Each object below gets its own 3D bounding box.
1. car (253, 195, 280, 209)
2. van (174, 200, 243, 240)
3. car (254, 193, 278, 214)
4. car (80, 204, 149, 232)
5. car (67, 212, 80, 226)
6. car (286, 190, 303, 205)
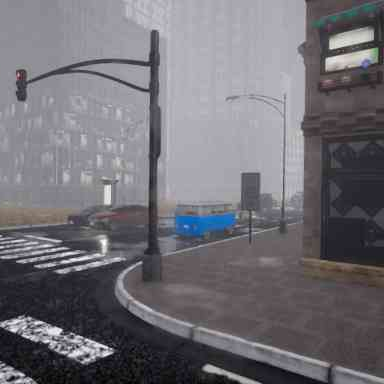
[{"bbox_3d":[9.989,1.293,44.443,1.967,1.590,4.097,1,1,35],"label":"car"},{"bbox_3d":[0.801,1.368,17.037,1.690,1.788,3.998,1,1,35],"label":"van"},{"bbox_3d":[6.811,1.127,35.484,2.150,2.045,5.566,1,1,35],"label":"car"},{"bbox_3d":[-4.092,1.467,20.148,1.812,1.442,4.674,1,1,37],"label":"car"},{"bbox_3d":[-6.033,1.467,21.893,1.947,1.339,4.313,1,1,35],"label":"car"},{"bbox_3d":[16.152,0.763,48.459,2.150,2.045,5.566,1,1,35],"label":"car"}]
